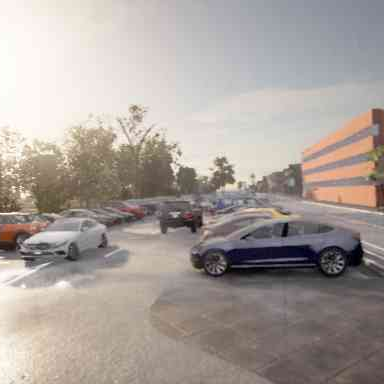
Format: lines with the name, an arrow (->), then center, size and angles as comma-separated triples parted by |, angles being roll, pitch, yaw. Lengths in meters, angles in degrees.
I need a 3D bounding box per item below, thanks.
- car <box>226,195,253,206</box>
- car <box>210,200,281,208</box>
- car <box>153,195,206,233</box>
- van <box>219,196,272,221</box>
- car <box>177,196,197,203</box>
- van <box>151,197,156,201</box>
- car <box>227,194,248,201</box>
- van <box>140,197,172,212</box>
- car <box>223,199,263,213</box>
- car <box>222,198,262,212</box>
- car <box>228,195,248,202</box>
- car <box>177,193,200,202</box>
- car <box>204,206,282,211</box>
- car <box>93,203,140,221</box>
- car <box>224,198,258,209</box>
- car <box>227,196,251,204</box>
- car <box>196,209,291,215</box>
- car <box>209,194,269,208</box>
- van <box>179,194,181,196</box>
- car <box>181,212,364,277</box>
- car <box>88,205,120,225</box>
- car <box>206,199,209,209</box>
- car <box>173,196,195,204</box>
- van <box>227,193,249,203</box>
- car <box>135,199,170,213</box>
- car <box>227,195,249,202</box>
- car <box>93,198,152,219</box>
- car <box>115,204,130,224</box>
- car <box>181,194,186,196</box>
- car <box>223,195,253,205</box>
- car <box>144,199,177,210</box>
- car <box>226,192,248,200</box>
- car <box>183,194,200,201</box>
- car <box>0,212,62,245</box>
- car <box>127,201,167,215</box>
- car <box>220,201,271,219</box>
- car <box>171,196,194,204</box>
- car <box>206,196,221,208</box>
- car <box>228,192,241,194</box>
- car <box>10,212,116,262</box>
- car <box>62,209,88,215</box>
car -> 8.171, 1.432, 57.373 | 4.553, 1.767, 2.185 | -2, 0, 7
car -> 4.067, 1.609, 23.694 | 5.008, 1.535, 2.097 | -2, -1, 7
car -> -0.604, 1.483, 21.742 | 2.150, 2.045, 5.566 | -2, -1, 8
van -> 4.639, 1.441, 29.319 | 4.442, 1.987, 1.878 | -2, -1, 7
car -> -1.188, 1.788, 84.059 | 4.892, 1.521, 2.231 | -2, 0, 7
van -> -6.224, 1.907, 42.004 | 4.442, 1.987, 1.878 | -2, 0, 7
car -> 11.305, 1.345, 82.610 | 5.008, 1.535, 2.097 | -2, 0, 7
van -> -5.425, 1.846, 50.440 | 4.442, 1.987, 1.878 | -2, 0, 7
car -> 6.149, 1.735, 40.541 | 4.674, 1.452, 2.002 | -2, 0, 7
car -> 6.494, 1.672, 43.345 | 5.008, 1.535, 2.097 | -2, 0, 7
car -> 10.617, 1.434, 77.002 | 4.674, 1.452, 2.002 | -2, 0, 7
car -> -0.835, 1.509, 86.734 | 5.566, 2.045, 2.435 | -2, 0, 7
car -> 3.034, 1.569, 15.280 | 4.674, 1.452, 2.002 | -2, -1, 7
car -> -7.703, 2.130, 30.662 | 4.792, 1.488, 2.163 | -2, -1, 7
car -> 7.174, 1.666, 48.956 | 4.674, 1.452, 2.002 | -2, 0, 7
car -> 9.242, 1.527, 65.783 | 4.674, 1.452, 2.002 | -2, 0, 7
car -> 2.689, 1.543, 12.475 | 4.674, 1.452, 2.002 | -2, -1, 7
car -> 4.437, 1.383, 26.498 | 5.566, 2.045, 2.435 | -2, -1, 7
van -> -4.734, 1.799, 56.048 | 4.442, 1.987, 1.878 | -2, 0, 7
car -> 2.317, 1.507, 9.673 | 4.792, 1.488, 2.163 | -2, -1, 7
car -> -8.416, 2.051, 25.186 | 4.892, 1.521, 2.231 | -2, -1, 7
car -> 1.710, 1.902, 39.823 | 1.812, 1.442, 4.674 | -2, 0, 7
car -> -1.861, 1.836, 78.453 | 4.892, 1.521, 2.231 | -2, 0, 7
van -> 9.457, 1.242, 68.601 | 4.442, 1.987, 1.878 | -2, 0, 7
car -> -5.633, 1.965, 47.497 | 4.553, 1.767, 2.185 | -2, 0, 7
car -> 10.267, 1.457, 74.197 | 4.674, 1.452, 2.002 | -2, 0, 7
car -> -7.368, 1.876, 33.468 | 5.566, 2.045, 2.435 | -2, -1, 7
car -> -8.048, 2.103, 27.859 | 4.792, 1.488, 2.163 | -2, -1, 7
car -> -3.975, 1.851, 61.517 | 4.553, 1.767, 2.185 | -2, 0, 7
car -> 8.710, 1.513, 63.001 | 5.366, 1.575, 1.946 | -2, 0, 7
car -> -4.962, 2.045, 53.231 | 4.892, 1.521, 2.231 | -2, 0, 7
car -> 12.006, 1.039, 88.216 | 5.566, 2.045, 2.435 | -2, 0, 7
car -> -0.094, 1.570, 92.467 | 4.553, 1.767, 2.185 | -2, 0, 7
car -> -9.420, 1.843, 16.775 | 4.553, 1.767, 2.185 | -2, -1, 7
car -> -6.019, 2.144, 44.828 | 4.792, 1.488, 2.163 | -2, 0, 7
car -> 5.107, 1.729, 32.106 | 4.674, 1.452, 2.002 | -2, -1, 7
car -> -2.203, 1.858, 75.650 | 5.008, 1.535, 2.097 | -2, 0, 7
car -> 3.705, 1.598, 56.159 | 2.097, 1.767, 4.553 | -2, 1, 7
car -> 7.482, 1.353, 51.762 | 5.566, 2.045, 2.435 | -2, 0, 7
car -> -4.984, 1.823, 13.703 | 1.812, 1.442, 4.674 | -2, -1, 7
car -> -9.111, 1.995, 19.456 | 5.008, 1.535, 2.097 | -2, -1, 7
